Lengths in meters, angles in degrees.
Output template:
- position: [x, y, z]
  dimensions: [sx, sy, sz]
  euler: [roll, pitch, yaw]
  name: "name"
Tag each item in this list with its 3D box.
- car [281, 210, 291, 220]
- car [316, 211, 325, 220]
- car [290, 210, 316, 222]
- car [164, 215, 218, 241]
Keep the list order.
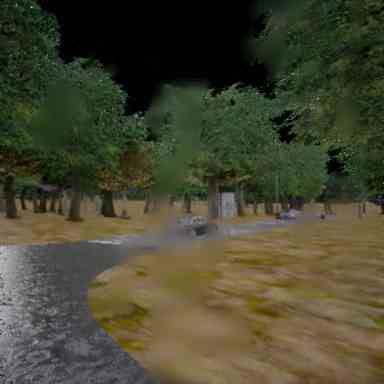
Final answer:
- position: [15.915, 3.633, 53.845]
  dimensions: [2.097, 1.767, 4.553]
  euler: [-1, -3, 31]
  name: "car"
- position: [21.503, 4.046, 57.217]
  dimensions: [2.033, 1.411, 5.357]
  euler: [-1, -3, 31]
  name: "car"
- position: [16.330, 3.613, 48.714]
  dimensions: [1.994, 1.385, 4.181]
  euler: [-1, -3, 32]
  name: "car"
- position: [0.073, 2.326, 22.236]
  dimensions: [2.128, 1.511, 4.902]
  euler: [-1, -3, 31]
  name: "car"
